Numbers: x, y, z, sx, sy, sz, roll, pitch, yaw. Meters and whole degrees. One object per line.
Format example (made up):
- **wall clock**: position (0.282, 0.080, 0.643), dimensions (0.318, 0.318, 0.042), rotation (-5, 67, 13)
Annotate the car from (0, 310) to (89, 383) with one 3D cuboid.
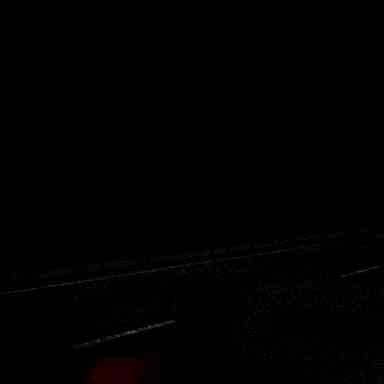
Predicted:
- **car**: position (-3.275, 1.547, 1.654), dimensions (5.357, 1.411, 2.033), rotation (0, 0, -36)
